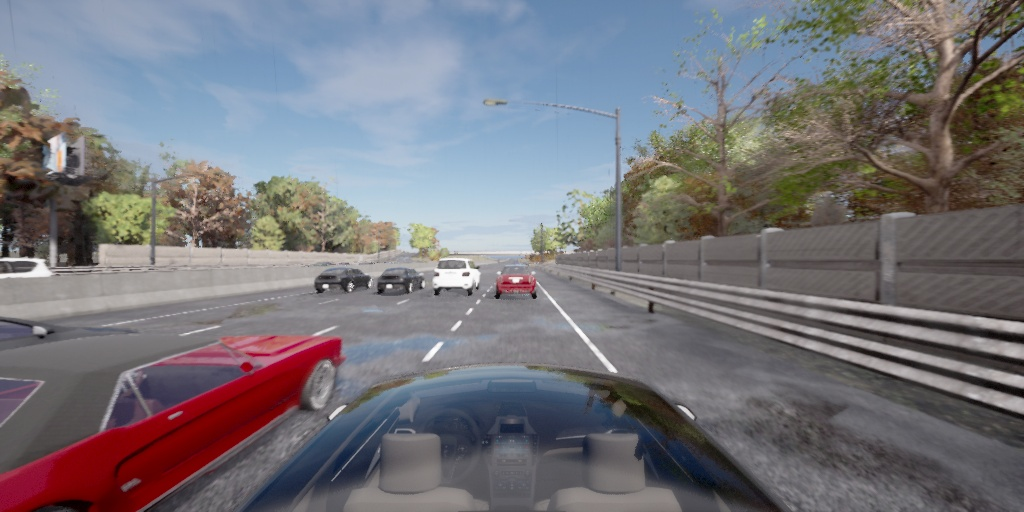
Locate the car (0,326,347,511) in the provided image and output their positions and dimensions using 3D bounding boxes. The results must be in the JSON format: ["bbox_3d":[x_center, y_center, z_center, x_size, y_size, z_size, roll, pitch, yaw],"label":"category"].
[{"bbox_3d":[-3.399,1.365,3.209,1.895,1.301,4.718,0,-1,1],"label":"car"}]

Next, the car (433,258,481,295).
[{"bbox_3d":[-3.157,1.146,21.319,2.150,2.045,5.566,0,-1,1],"label":"car"}]

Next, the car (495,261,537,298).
[{"bbox_3d":[0.224,1.262,19.890,2.097,1.767,4.553,0,-1,1],"label":"car"}]

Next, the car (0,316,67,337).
[{"bbox_3d":[-6.884,1.338,4.214,1.994,1.385,4.181,0,-1,1],"label":"car"}]

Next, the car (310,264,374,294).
[{"bbox_3d":[-10.147,1.437,22.004,1.837,1.490,4.892,0,-1,1],"label":"car"}]

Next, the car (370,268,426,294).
[{"bbox_3d":[-6.650,1.436,21.941,1.837,1.490,4.892,0,-1,1],"label":"car"}]

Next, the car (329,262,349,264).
[{"bbox_3d":[-27.281,1.860,58.290,1.994,1.385,4.181,0,-1,1],"label":"car"}]

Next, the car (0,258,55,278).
[{"bbox_3d":[-20.965,1.078,13.248,2.150,2.045,5.566,0,0,1],"label":"car"}]

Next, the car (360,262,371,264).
[{"bbox_3d":[-23.785,1.800,58.306,1.837,1.490,4.892,0,0,1],"label":"car"}]
